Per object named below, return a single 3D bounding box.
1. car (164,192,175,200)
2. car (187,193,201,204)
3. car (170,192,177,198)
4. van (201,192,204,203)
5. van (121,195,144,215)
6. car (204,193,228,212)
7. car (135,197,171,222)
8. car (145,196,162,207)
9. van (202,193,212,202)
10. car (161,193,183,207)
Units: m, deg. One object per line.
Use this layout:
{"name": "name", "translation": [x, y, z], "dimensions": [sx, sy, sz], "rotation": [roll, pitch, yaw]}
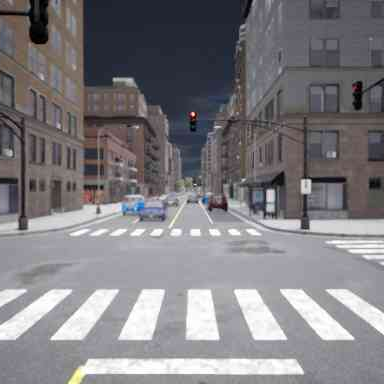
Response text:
{"name": "car", "translation": [-5.303, 0.894, 79.319], "dimensions": [2.192, 1.841, 5.009], "rotation": [0, 0, 0]}
{"name": "car", "translation": [0.121, 1.267, 56.176], "dimensions": [1.994, 1.385, 4.181], "rotation": [0, 0, 1]}
{"name": "car", "translation": [-5.280, 0.836, 95.432], "dimensions": [1.690, 1.788, 3.998], "rotation": [0, 0, 0]}
{"name": "van", "translation": [2.749, 1.065, 52.280], "dimensions": [1.690, 1.788, 3.998], "rotation": [0, 0, 0]}
{"name": "van", "translation": [-5.374, 1.180, 30.663], "dimensions": [1.690, 1.788, 3.998], "rotation": [0, 0, 0]}
{"name": "car", "translation": [2.745, 1.125, 36.061], "dimensions": [2.192, 1.841, 5.009], "rotation": [0, 0, 0]}
{"name": "car", "translation": [-2.822, 1.392, 25.301], "dimensions": [1.812, 1.442, 4.674], "rotation": [0, 0, 0]}
{"name": "car", "translation": [-5.350, 1.297, 46.883], "dimensions": [1.887, 1.381, 4.507], "rotation": [0, 0, 0]}
{"name": "van", "translation": [2.752, 1.007, 63.093], "dimensions": [1.690, 1.788, 3.998], "rotation": [0, 0, 0]}
{"name": "car", "translation": [-2.786, 1.250, 45.800], "dimensions": [2.128, 1.511, 4.902], "rotation": [0, 0, 0]}
